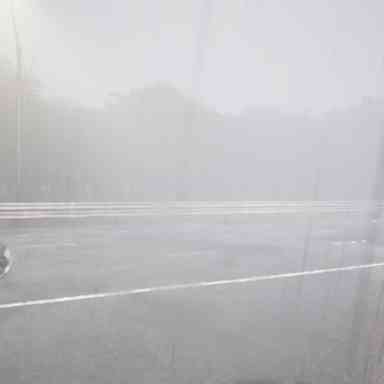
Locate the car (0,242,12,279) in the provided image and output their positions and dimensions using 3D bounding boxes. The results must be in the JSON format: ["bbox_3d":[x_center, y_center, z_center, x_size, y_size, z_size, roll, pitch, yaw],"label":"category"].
[{"bbox_3d":[-6.520,1.357,6.883,4.902,1.511,2.128,0,0,-23],"label":"car"}]
